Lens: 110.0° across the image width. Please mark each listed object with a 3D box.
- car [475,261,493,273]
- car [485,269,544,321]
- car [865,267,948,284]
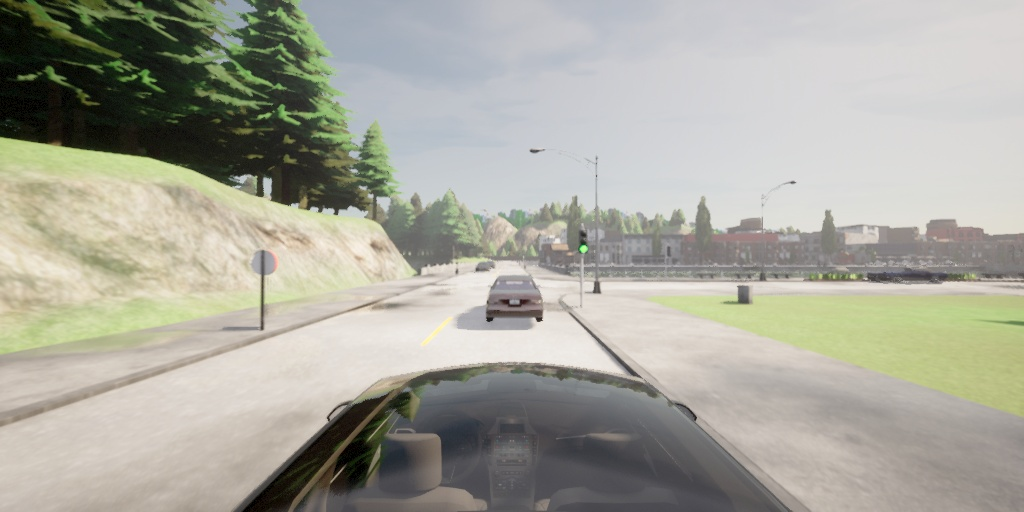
[{"bbox_3d":[-4.085,1.556,50.516,1.837,1.490,4.892,0,0,0],"label":"car"},{"bbox_3d":[0.084,1.365,12.672,2.033,1.411,5.357,0,0,0],"label":"car"},{"bbox_3d":[30.939,1.515,28.222,4.718,1.301,1.895,0,0,0],"label":"car"}]
